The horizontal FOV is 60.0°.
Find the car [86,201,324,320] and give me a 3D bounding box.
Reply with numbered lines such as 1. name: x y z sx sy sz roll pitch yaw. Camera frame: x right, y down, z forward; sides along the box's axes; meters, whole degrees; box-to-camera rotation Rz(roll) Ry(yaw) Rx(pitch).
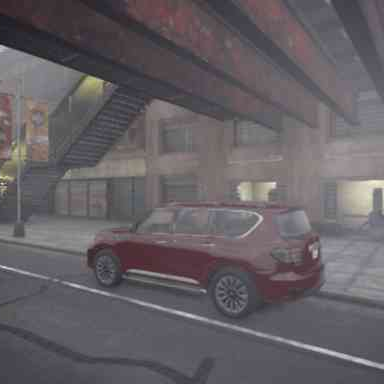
1. car: 0.027 1.225 7.573 5.566 2.045 2.435 0 0 35
